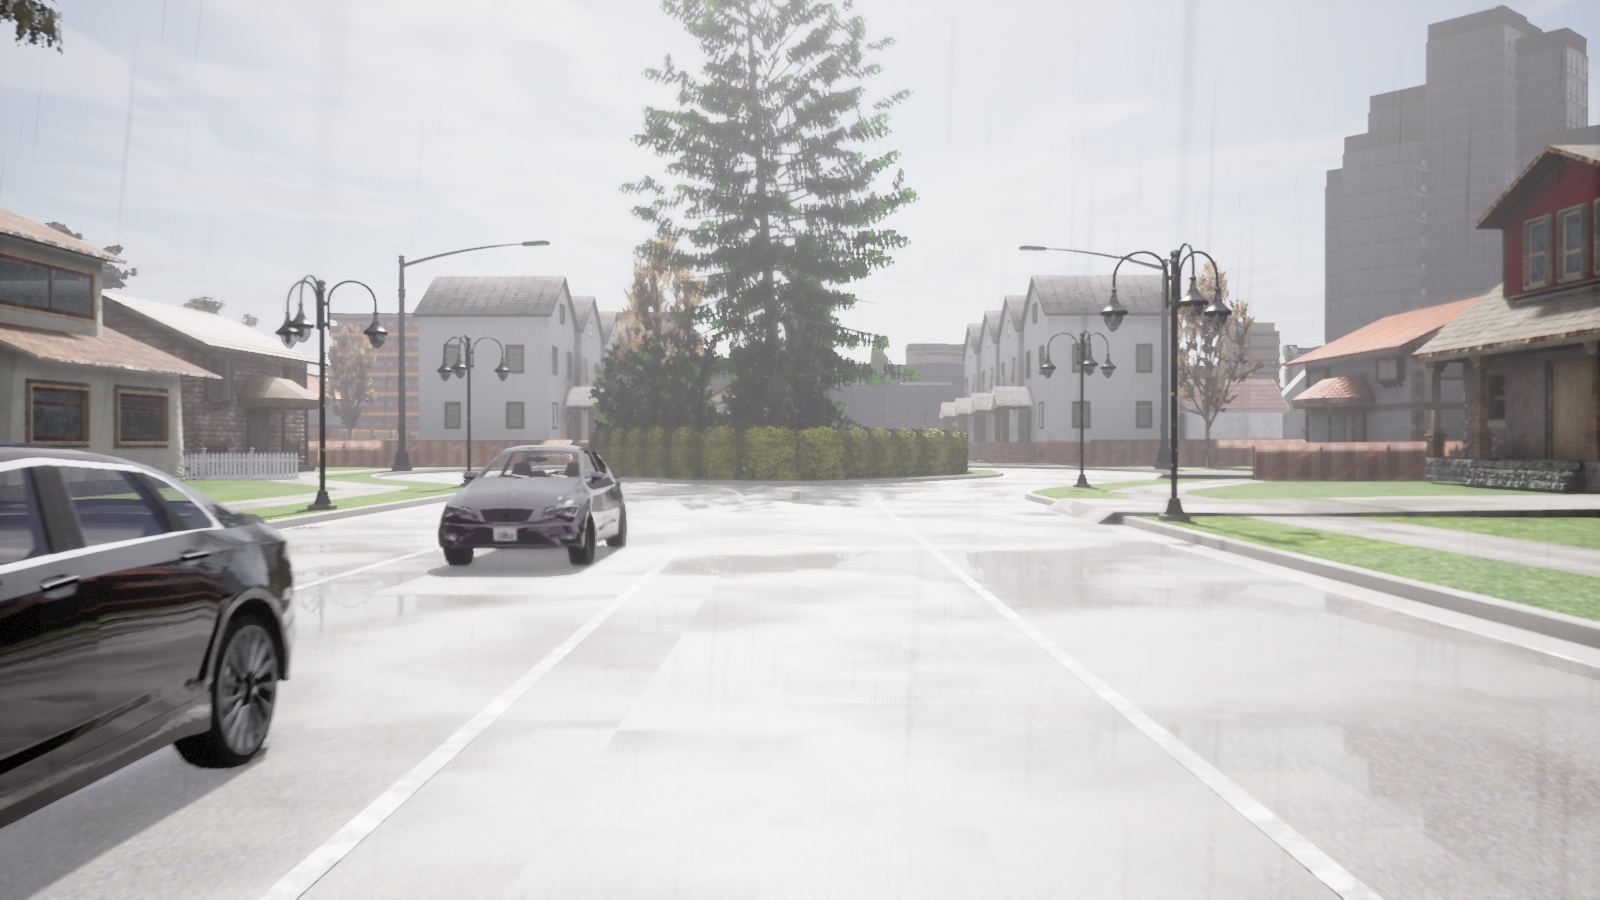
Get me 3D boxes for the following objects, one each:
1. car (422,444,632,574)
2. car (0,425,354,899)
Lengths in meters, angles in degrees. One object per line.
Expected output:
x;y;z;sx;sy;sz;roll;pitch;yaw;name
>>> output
-3.392;0.665;16.401;1.816;1.474;4.193;0;0;0;car
-3.461;0.676;4.263;2.128;1.511;4.902;0;0;0;car
